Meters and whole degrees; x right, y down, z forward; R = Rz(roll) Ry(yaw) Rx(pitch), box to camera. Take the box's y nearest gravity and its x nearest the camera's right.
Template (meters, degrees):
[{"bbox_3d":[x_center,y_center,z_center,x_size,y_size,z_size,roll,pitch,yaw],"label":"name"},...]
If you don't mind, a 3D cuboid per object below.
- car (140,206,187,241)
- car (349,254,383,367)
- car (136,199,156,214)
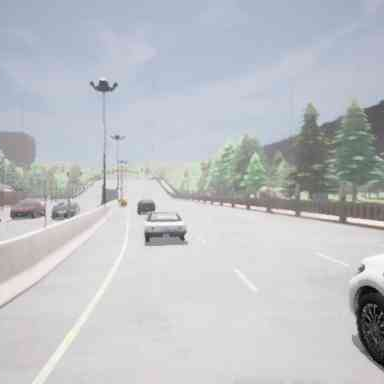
[{"bbox_3d":[-1.481,1.616,16.757,1.895,1.301,4.718,0,0,-9],"label":"car"},{"bbox_3d":[3.484,1.205,2.621,2.150,2.045,5.566,0,0,-2],"label":"car"},{"bbox_3d":[-4.963,1.519,36.065,1.882,1.535,5.008,0,0,-10],"label":"car"}]
